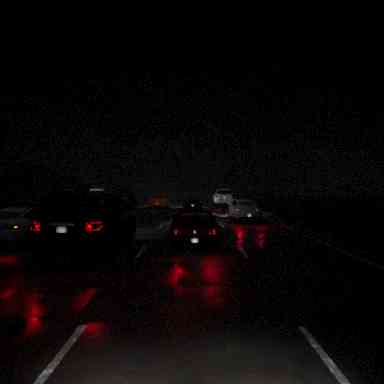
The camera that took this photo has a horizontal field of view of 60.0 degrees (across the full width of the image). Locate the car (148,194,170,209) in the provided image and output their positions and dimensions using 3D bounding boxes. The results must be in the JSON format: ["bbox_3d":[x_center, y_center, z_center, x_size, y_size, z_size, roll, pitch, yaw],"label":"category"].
[{"bbox_3d":[-3.412,0.916,35.046,1.882,1.535,5.008,0,1,0],"label":"car"}]

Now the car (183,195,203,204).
[{"bbox_3d":[0.081,0.998,32.928,1.812,1.442,4.674,0,1,0],"label":"car"}]

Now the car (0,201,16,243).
[{"bbox_3d":[-6.905,1.306,13.639,1.812,1.442,4.674,0,1,0],"label":"car"}]

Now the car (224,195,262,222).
[{"bbox_3d":[3.508,1.164,22.535,1.812,1.442,4.674,0,1,0],"label":"car"}]

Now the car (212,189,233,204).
[{"bbox_3d":[3.564,0.599,39.052,2.150,2.045,5.566,0,1,0],"label":"car"}]

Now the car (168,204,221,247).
[{"bbox_3d":[0.099,1.378,13.825,1.895,1.301,4.718,0,1,0],"label":"car"}]

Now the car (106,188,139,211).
[{"bbox_3d":[-6.912,0.685,33.594,2.150,2.045,5.566,0,1,0],"label":"car"}]

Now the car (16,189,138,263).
[{"bbox_3d":[-3.401,1.039,11.359,2.150,2.045,5.566,0,1,0],"label":"car"}]

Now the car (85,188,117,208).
[{"bbox_3d":[-10.438,0.605,38.664,2.150,2.045,5.566,0,1,0],"label":"car"}]
